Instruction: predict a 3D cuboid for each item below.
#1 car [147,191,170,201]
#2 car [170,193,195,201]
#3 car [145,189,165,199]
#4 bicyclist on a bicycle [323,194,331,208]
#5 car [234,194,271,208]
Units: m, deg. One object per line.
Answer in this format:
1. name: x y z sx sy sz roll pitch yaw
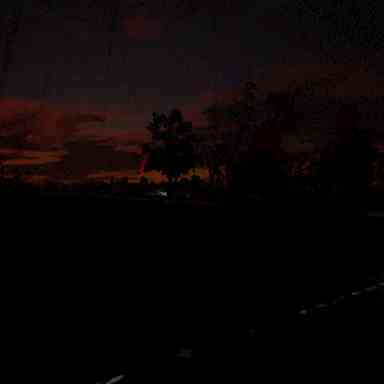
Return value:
1. car: -5.472 0.899 58.493 1.895 1.301 4.718 -1 1 -35
2. car: -1.350 0.842 57.560 1.812 1.442 4.674 -1 1 -35
3. car: -7.139 0.413 65.569 2.150 2.045 5.566 -1 1 -36
4. bicyclist on a bicycle: 15.767 1.064 38.865 1.656 1.620 0.582 -1 1 -36
5. car: 7.284 1.050 40.463 1.882 1.535 5.008 -1 1 -35
